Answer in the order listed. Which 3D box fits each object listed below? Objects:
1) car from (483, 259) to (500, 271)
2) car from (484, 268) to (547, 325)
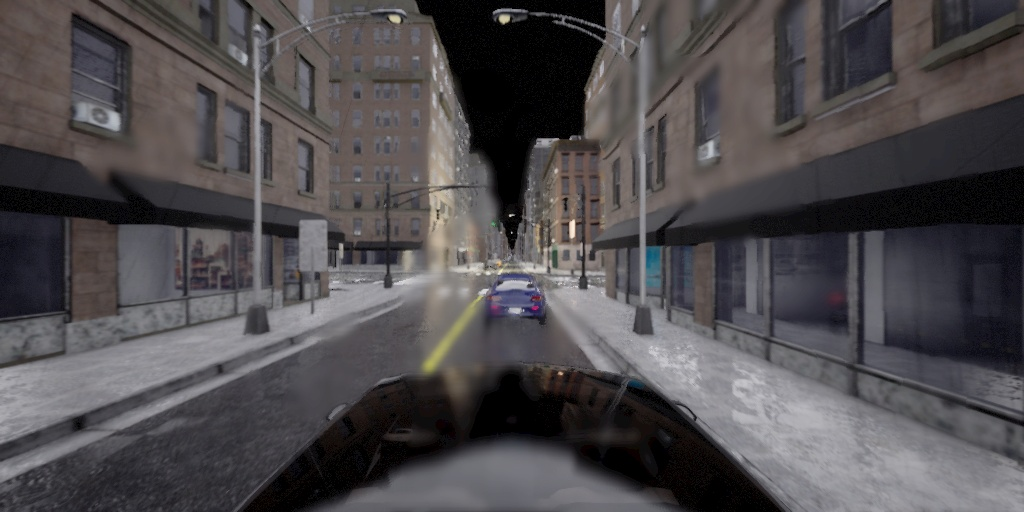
[{"bbox_3d":[-3.070,1.281,51.118,1.837,1.490,4.892,0,0,0],"label":"car"},{"bbox_3d":[0.100,1.284,11.761,1.812,1.442,4.674,0,0,0],"label":"car"}]
